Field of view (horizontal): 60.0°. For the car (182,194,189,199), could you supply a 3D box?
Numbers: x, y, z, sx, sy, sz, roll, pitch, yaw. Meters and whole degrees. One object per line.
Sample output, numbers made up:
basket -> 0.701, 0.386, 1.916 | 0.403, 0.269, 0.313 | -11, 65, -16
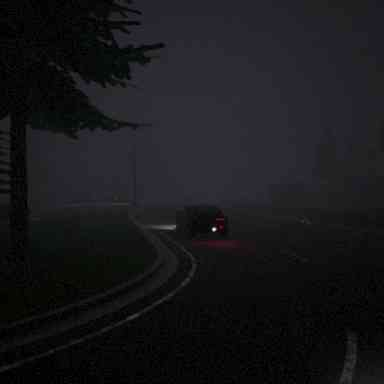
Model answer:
car -> -1.835, 1.124, 92.623 | 1.895, 1.301, 4.718 | -1, 0, -2

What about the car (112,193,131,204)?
car -> -12.478, 1.149, 60.268 | 2.097, 1.767, 4.553 | -1, 0, -1

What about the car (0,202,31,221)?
car -> -14.011, 1.508, 24.316 | 1.837, 1.490, 4.892 | 0, 0, 14

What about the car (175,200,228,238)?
car -> 0.388, 1.411, 17.377 | 1.837, 1.490, 4.892 | 0, 0, -14

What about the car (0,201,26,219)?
car -> -16.774, 1.568, 29.007 | 1.994, 1.385, 4.181 | 0, 0, 11

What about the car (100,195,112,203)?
car -> -16.028, 1.364, 63.138 | 2.033, 1.411, 5.357 | -1, 0, -1

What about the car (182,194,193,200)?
car -> -0.753, 1.227, 58.027 | 1.812, 1.442, 4.674 | -1, 0, -1

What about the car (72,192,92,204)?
car -> -19.444, 1.094, 58.923 | 2.150, 2.045, 5.566 | -1, 0, -1
